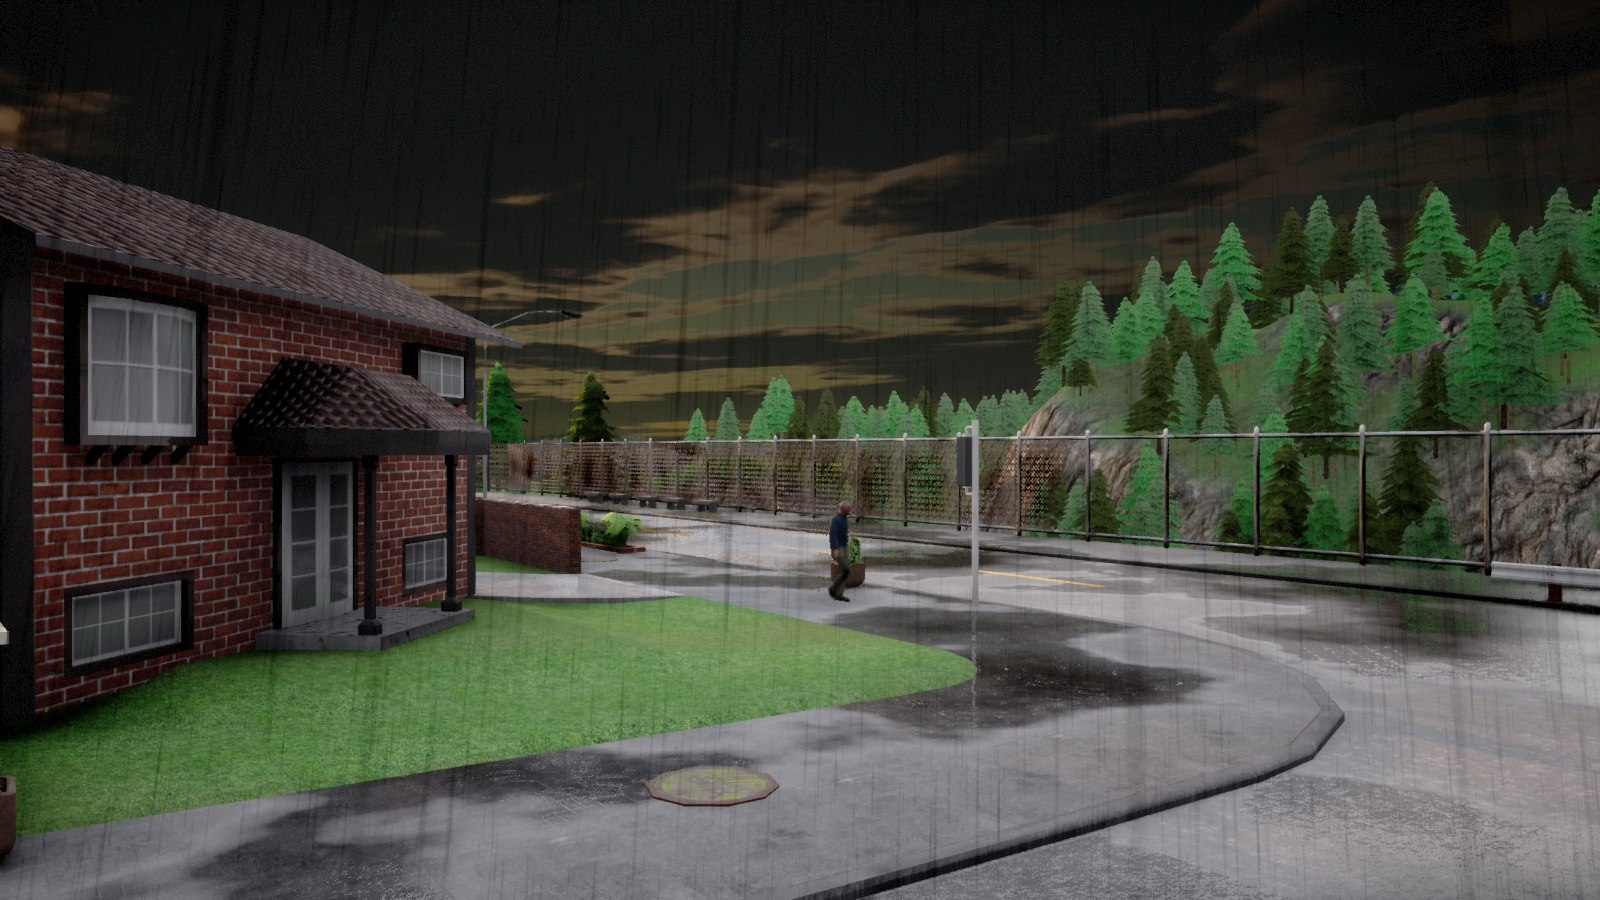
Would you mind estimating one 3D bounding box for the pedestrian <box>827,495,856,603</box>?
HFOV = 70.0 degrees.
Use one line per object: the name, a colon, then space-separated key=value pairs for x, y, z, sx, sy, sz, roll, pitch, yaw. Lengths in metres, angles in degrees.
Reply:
pedestrian: x=0.732 y=1.745 z=20.226 sx=0.375 sy=1.860 sz=0.375 roll=0 pitch=0 yaw=34
